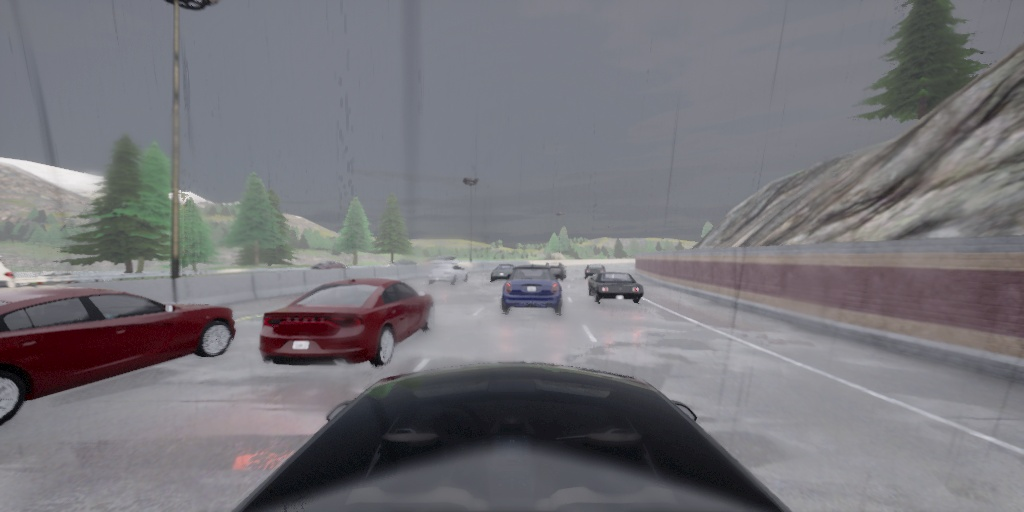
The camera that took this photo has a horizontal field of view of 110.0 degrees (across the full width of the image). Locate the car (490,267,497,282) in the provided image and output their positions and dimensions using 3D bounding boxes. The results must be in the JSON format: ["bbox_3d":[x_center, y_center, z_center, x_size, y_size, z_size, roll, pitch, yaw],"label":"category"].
[{"bbox_3d":[-0.378,1.344,29.014,1.994,1.385,4.181,0,0,12],"label":"car"}]

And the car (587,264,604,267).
[{"bbox_3d":[7.944,1.415,34.025,1.895,1.301,4.718,0,0,14],"label":"car"}]

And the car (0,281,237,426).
[{"bbox_3d":[-6.737,1.209,5.433,1.882,1.535,5.008,0,0,2],"label":"car"}]

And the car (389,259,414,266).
[{"bbox_3d":[-15.914,1.245,52.216,2.128,1.511,4.902,0,0,19],"label":"car"}]

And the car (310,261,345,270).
[{"bbox_3d":[-22.272,1.286,43.387,1.994,1.385,4.181,0,0,15],"label":"car"}]

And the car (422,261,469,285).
[{"bbox_3d":[-4.542,1.288,25.983,1.812,1.442,4.674,0,0,10],"label":"car"}]

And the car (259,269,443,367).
[{"bbox_3d":[-3.137,1.224,7.988,1.882,1.535,5.008,0,0,2],"label":"car"}]

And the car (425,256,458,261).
[{"bbox_3d":[-9.447,0.993,49.638,2.150,2.045,5.566,0,0,19],"label":"car"}]

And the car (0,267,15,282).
[{"bbox_3d":[-17.247,1.191,9.560,2.128,1.511,4.902,0,0,4],"label":"car"}]

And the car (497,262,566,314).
[{"bbox_3d":[0.854,1.119,14.045,2.097,1.767,4.553,0,0,5],"label":"car"}]

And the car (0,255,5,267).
[{"bbox_3d":[-20.641,0.912,11.653,2.150,2.045,5.566,0,0,4],"label":"car"}]

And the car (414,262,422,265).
[{"bbox_3d":[-11.913,1.121,53.075,2.097,1.767,4.553,0,0,20],"label":"car"}]

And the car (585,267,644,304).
[{"bbox_3d":[4.623,1.384,16.685,1.895,1.301,4.718,0,0,7],"label":"car"}]
